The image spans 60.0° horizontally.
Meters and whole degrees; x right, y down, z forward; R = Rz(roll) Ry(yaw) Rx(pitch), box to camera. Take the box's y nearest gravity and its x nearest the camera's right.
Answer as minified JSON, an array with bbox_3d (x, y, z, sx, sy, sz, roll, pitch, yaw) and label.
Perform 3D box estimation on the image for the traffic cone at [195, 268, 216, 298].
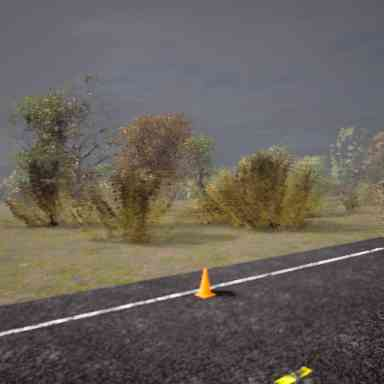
[{"bbox_3d":[0.298,1.946,7.245,0.340,0.580,0.340,0,0,-36],"label":"traffic cone"}]
